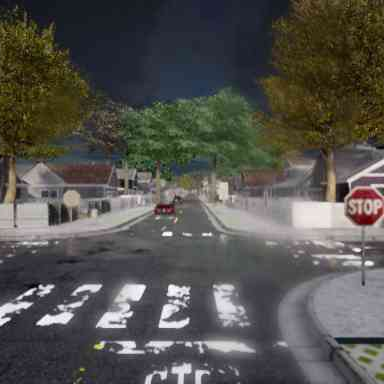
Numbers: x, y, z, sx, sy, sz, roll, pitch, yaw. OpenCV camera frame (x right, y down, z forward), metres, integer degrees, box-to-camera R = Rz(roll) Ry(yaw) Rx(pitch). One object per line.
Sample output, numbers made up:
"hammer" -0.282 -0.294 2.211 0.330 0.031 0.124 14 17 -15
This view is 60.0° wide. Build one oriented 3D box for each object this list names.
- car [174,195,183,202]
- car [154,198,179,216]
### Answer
"car" -2.508 1.346 59.160 1.837 1.490 4.892 0 0 0
"car" -2.615 1.558 32.906 1.994 1.385 4.181 0 0 0
